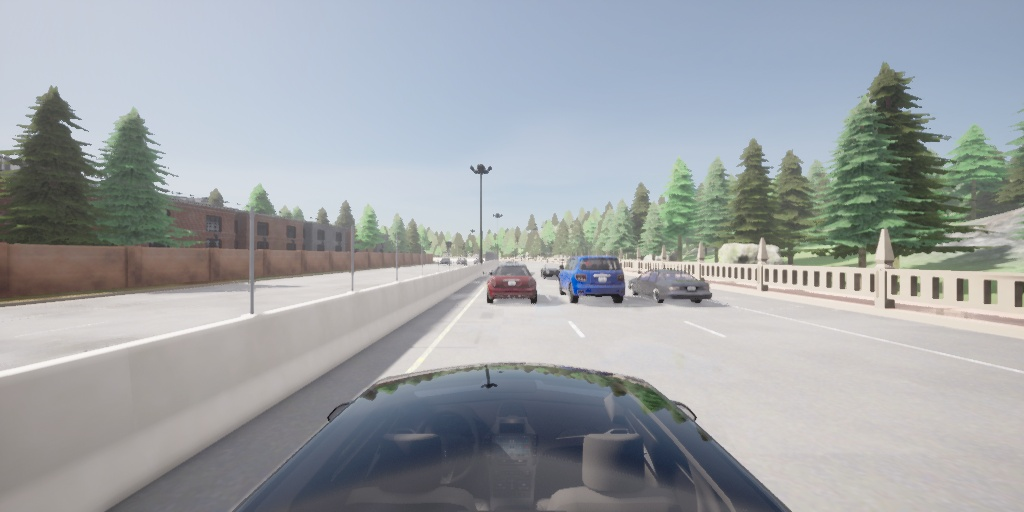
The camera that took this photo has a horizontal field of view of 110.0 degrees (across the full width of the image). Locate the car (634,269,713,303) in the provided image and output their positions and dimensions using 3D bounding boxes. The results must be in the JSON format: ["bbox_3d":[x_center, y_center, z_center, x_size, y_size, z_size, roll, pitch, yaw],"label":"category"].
[{"bbox_3d":[7.000,1.310,16.500,2.033,1.411,5.357,0,0,0],"label":"car"}]

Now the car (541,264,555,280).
[{"bbox_3d":[3.500,1.364,31.530,1.895,1.301,4.718,0,0,0],"label":"car"}]

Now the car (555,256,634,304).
[{"bbox_3d":[3.500,1.005,16.530,2.150,2.045,5.566,0,0,0],"label":"car"}]

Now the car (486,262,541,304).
[{"bbox_3d":[0.000,1.113,16.470,2.097,1.767,4.553,0,0,0],"label":"car"}]
